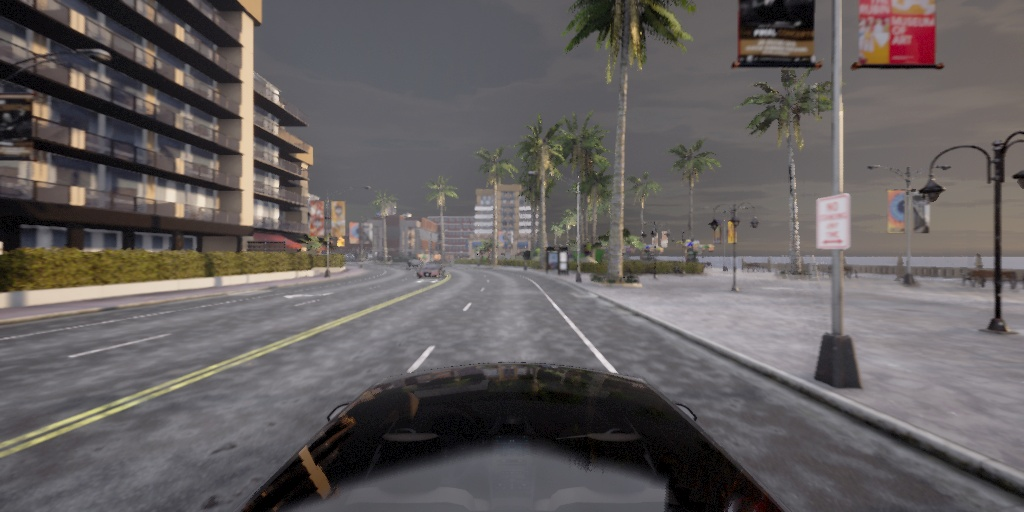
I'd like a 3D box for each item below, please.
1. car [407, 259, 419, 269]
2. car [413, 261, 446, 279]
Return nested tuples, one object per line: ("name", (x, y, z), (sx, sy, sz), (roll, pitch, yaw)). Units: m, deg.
("car", (-15.275, 1.252, 56.630), (1.837, 1.490, 4.892), (1, 0, -28))
("car", (-7.273, 1.378, 32.717), (1.994, 1.385, 4.181), (0, 1, -1))
